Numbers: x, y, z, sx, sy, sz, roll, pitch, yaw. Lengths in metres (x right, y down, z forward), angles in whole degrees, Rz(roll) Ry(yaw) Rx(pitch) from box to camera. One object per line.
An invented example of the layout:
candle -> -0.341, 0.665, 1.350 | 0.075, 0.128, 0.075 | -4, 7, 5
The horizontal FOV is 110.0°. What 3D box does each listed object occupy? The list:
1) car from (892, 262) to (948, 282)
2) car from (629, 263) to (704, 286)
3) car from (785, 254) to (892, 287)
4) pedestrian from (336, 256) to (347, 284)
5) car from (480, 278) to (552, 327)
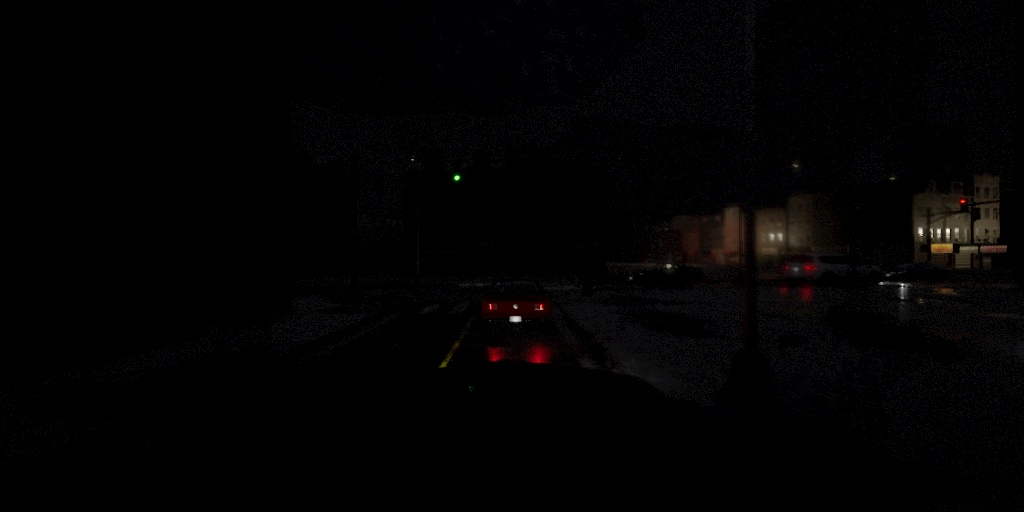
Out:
car -> 30.616, 1.180, 27.365 | 4.674, 1.442, 1.812 | 0, 0, -9
car -> 10.339, 1.199, 24.110 | 4.902, 1.511, 2.128 | 0, 0, -8
car -> 20.410, 0.889, 22.828 | 5.566, 2.045, 2.150 | 0, 0, -9
pedestrian -> -11.200, 0.926, 23.554 | 0.375, 1.860, 0.375 | 0, 0, -9
car -> 0.111, 1.343, 11.520 | 1.895, 1.301, 4.718 | 0, 0, 0
